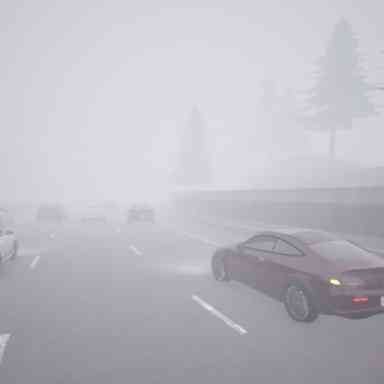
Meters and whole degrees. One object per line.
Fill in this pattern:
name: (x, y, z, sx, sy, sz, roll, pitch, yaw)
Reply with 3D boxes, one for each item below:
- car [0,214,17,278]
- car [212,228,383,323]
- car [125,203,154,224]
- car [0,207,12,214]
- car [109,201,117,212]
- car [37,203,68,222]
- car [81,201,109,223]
car: (-6.408, 1.624, 9.750, 1.812, 1.442, 4.674, -1, 0, -21)
car: (2.100, 1.511, 7.228, 1.812, 1.442, 4.674, -1, 0, -23)
car: (-4.121, 1.582, 25.975, 1.882, 1.535, 5.008, -1, 0, -14)
car: (-14.485, 1.757, 24.205, 1.812, 1.442, 4.674, -1, 0, -14)
car: (-10.546, 1.766, 41.606, 2.033, 1.411, 5.357, -1, 0, -7)
car: (-11.876, 1.699, 28.484, 2.128, 1.511, 4.902, -1, 0, -12)
car: (-8.002, 1.681, 27.242, 1.812, 1.442, 4.674, -1, 0, -14)
